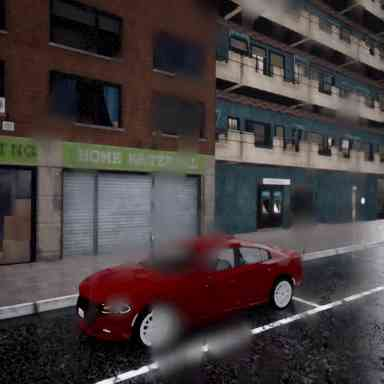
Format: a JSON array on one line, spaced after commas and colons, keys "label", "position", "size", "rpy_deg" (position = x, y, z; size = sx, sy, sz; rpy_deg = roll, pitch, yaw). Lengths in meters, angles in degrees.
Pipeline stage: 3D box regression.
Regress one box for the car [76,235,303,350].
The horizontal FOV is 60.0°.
[{"label": "car", "position": [0.190, 1.545, 6.224], "size": [4.507, 1.381, 1.887], "rpy_deg": [0, 1, -35]}]
